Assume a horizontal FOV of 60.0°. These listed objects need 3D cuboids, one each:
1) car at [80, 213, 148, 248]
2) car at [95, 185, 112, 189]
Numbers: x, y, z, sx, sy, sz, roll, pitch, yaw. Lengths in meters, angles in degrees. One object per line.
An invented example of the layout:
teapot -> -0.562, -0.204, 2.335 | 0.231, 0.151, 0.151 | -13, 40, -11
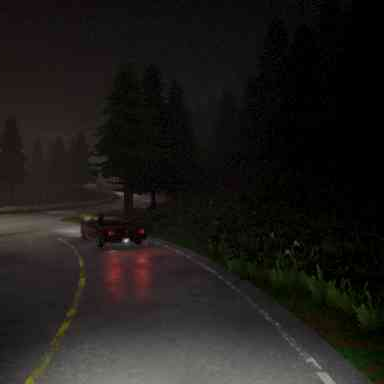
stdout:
car -> -3.690, 1.613, 14.979 | 1.895, 1.301, 4.718 | 0, 0, -30
car -> -17.597, -0.919, 66.276 | 2.128, 1.511, 4.902 | 1, 4, -41
